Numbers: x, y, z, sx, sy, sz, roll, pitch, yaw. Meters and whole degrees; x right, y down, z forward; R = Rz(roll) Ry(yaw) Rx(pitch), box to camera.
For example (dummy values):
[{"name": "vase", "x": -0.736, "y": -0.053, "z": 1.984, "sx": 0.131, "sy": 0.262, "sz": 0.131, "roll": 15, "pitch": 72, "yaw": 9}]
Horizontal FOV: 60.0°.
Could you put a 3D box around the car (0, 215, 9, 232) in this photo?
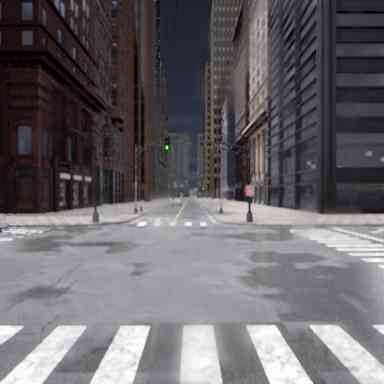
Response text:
[{"name": "car", "x": -12.564, "y": 1.643, "z": 18.578, "sx": 4.674, "sy": 1.442, "sz": 1.812, "roll": 0, "pitch": 1, "yaw": 14}]

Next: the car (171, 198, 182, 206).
[{"name": "car", "x": -3.042, "y": 1.847, "z": 65.139, "sx": 1.812, "sy": 1.442, "sz": 4.674, "roll": 0, "pitch": 0, "yaw": 0}]
